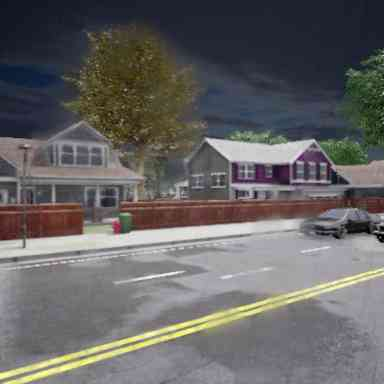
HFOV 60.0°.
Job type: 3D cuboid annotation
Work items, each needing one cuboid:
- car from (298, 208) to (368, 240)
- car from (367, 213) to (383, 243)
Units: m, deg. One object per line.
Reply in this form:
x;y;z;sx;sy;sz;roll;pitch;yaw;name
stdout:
7.844;1.551;17.271;5.357;1.411;2.033;0;0;-36;car
10.124;1.605;14.906;4.718;1.301;1.895;0;0;-35;car
